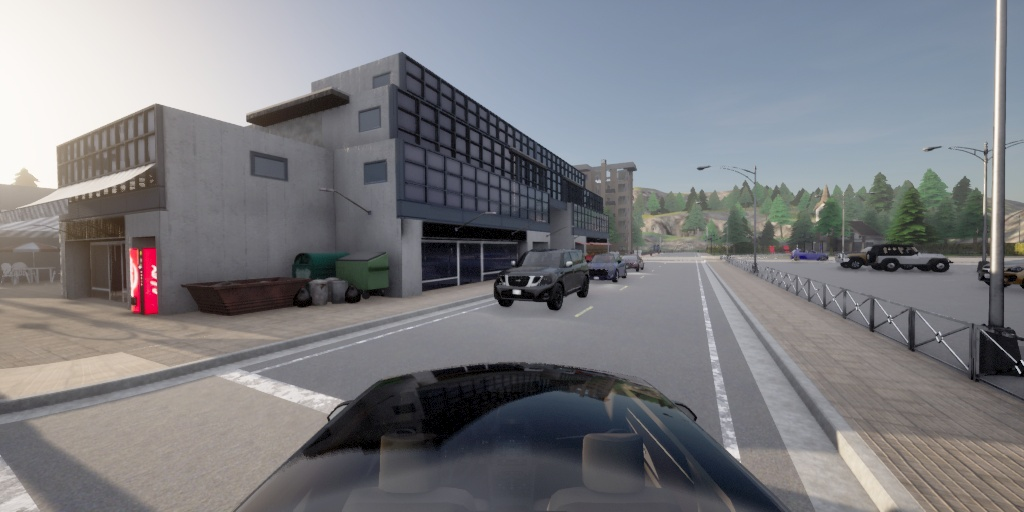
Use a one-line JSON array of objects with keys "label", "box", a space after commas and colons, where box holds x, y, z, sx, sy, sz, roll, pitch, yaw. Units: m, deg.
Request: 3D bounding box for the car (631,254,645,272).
[{"label": "car", "box": [10.496, 0.567, 31.730, 1.812, 1.442, 4.674, 0, 1, 27]}]

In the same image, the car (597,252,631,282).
[{"label": "car", "box": [5.855, 0.633, 22.610, 2.097, 1.767, 4.553, 0, 1, 27]}]

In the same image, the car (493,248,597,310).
[{"label": "car", "box": [1.399, 0.733, 13.841, 2.150, 2.045, 5.566, 0, 1, 27]}]
